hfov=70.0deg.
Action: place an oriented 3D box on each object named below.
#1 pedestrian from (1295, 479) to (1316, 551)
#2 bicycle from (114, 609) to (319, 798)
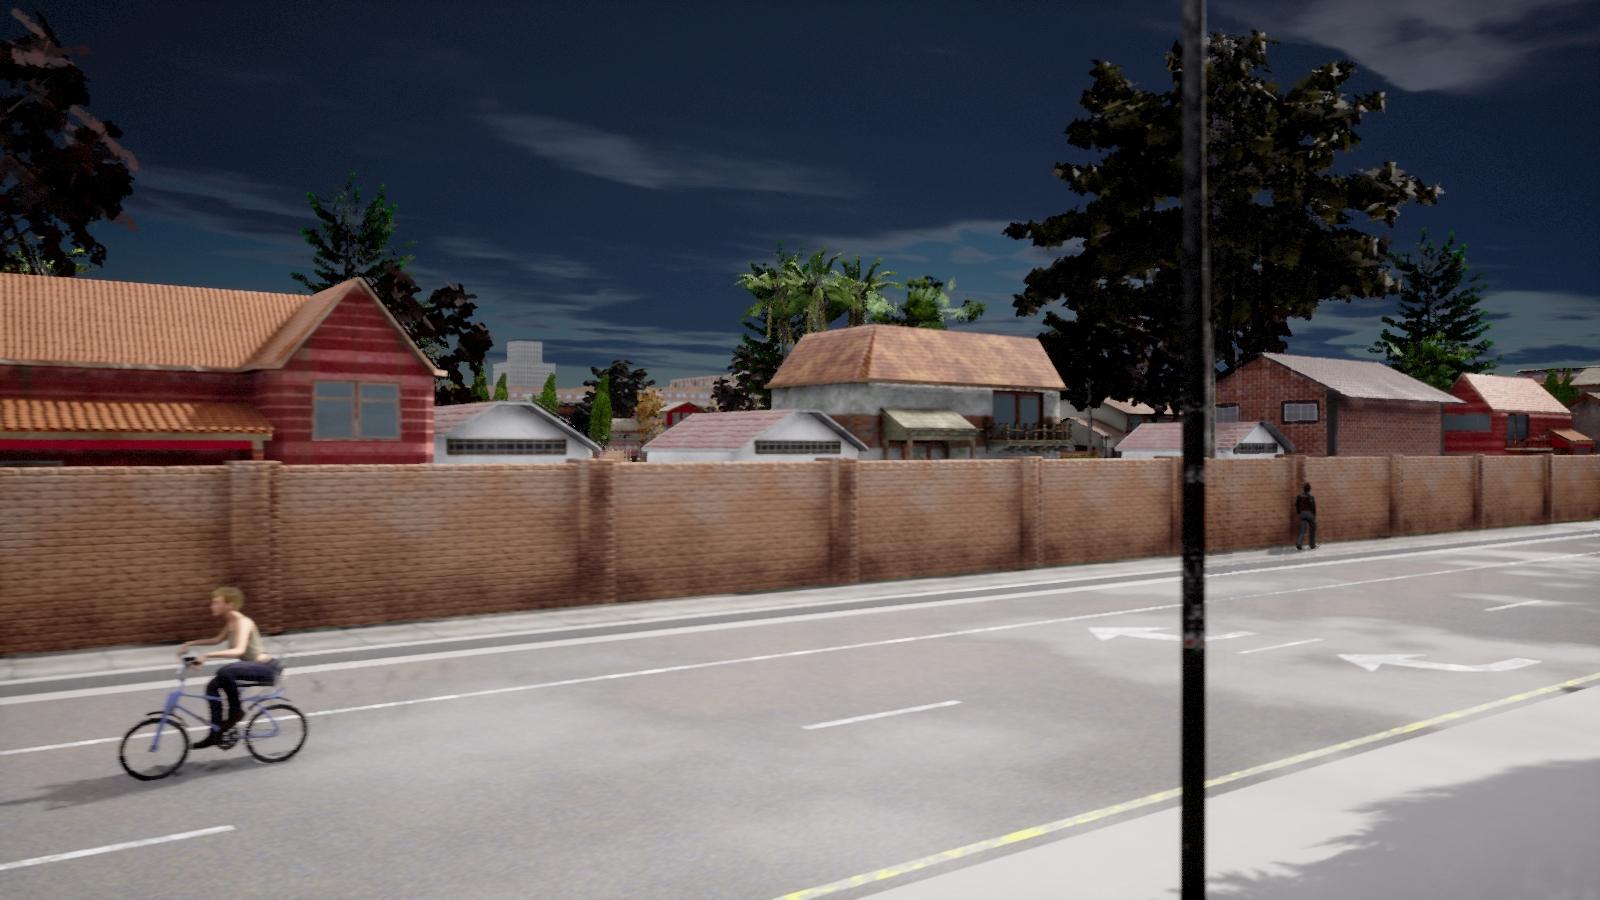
[{"bbox_3d":[13.269,1.698,30.005,0.375,1.860,0.375,0,0,-35],"label":"pedestrian"},{"bbox_3d":[-5.079,2.145,9.962,1.487,1.301,0.859,0,0,-35],"label":"bicycle"}]
